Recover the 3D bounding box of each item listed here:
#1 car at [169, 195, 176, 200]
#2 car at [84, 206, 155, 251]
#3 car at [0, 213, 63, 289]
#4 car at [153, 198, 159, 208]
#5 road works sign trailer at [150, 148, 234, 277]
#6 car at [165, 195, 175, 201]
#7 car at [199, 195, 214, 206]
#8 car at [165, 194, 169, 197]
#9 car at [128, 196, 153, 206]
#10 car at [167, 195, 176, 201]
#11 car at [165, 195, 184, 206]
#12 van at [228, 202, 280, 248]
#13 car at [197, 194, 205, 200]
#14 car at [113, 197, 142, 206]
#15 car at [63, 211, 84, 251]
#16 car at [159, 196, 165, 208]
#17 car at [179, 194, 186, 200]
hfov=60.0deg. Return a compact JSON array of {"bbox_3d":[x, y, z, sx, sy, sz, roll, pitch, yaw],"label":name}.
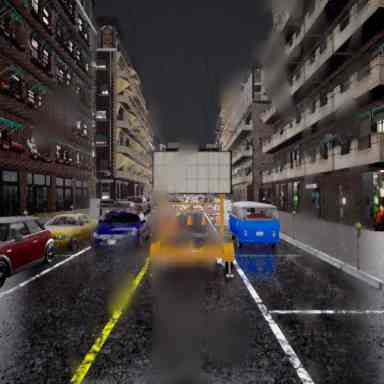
[{"bbox_3d":[-5.363,1.582,92.089,1.802,1.307,4.206,1,0,0],"label":"car"},{"bbox_3d":[-2.861,1.528,14.193,1.812,1.442,4.674,0,0,0],"label":"car"},{"bbox_3d":[-5.312,1.442,8.854,1.967,1.590,4.097,1,0,0],"label":"car"},{"bbox_3d":[-5.327,1.319,36.599,2.192,1.841,5.009,1,0,0],"label":"car"},{"bbox_3d":[0.000,0.466,10.229,2.380,3.560,2.880,0,0,0],"label":"road works sign trailer"},{"bbox_3d":[-5.356,1.552,80.991,2.008,1.369,4.403,1,0,0],"label":"car"},{"bbox_3d":[2.542,1.444,53.271,1.967,1.590,4.097,1,0,0],"label":"car"},{"bbox_3d":[-5.343,1.529,58.625,1.752,1.417,4.829,1,0,0],"label":"car"},{"bbox_3d":[-5.324,1.319,31.050,2.192,1.841,5.009,1,0,0],"label":"car"},{"bbox_3d":[-5.360,1.567,86.540,1.947,1.339,4.313,1,0,0],"label":"car"},{"bbox_3d":[-2.872,1.568,55.620,1.994,1.385,4.181,0,0,0],"label":"car"},{"bbox_3d":[2.566,1.343,14.427,1.690,1.788,3.998,1,0,0],"label":"van"},{"bbox_3d":[2.519,1.440,92.115,1.967,1.590,4.097,1,0,0],"label":"car"},{"bbox_3d":[-5.322,1.443,25.501,1.967,1.590,4.097,1,0,0],"label":"car"},{"bbox_3d":[-5.316,1.527,14.233,1.752,1.417,4.829,1,0,0],"label":"car"},{"bbox_3d":[-5.337,1.586,47.697,1.802,1.307,4.206,1,0,0],"label":"car"},{"bbox_3d":[-2.805,1.351,90.218,2.097,1.767,4.553,0,0,0],"label":"car"}]
